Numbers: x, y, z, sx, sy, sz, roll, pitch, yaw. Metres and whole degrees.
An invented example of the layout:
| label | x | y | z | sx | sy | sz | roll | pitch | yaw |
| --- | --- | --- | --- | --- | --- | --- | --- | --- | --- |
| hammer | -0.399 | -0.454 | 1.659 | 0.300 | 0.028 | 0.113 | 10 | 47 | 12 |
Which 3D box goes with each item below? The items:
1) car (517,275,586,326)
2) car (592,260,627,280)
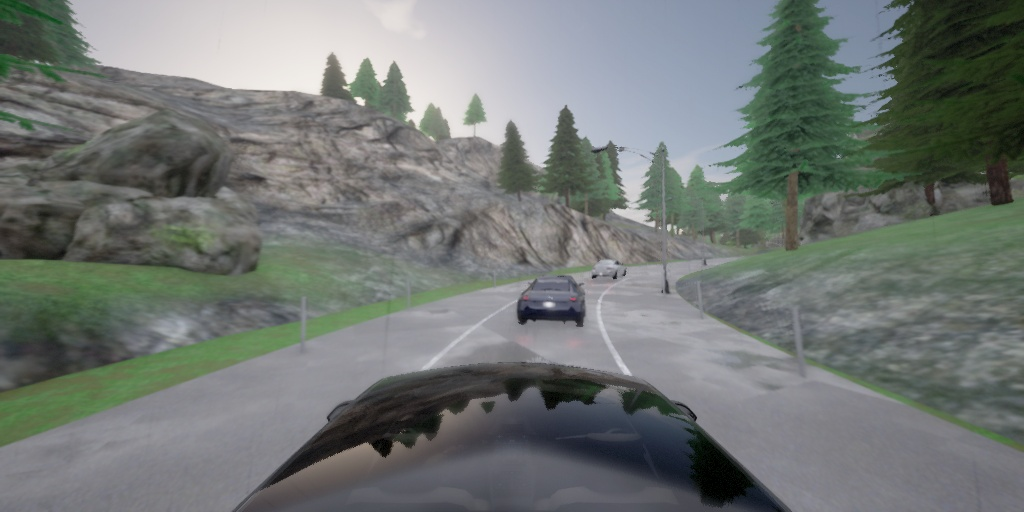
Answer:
| label | x | y | z | sx | sy | sz | roll | pitch | yaw |
| --- | --- | --- | --- | --- | --- | --- | --- | --- | --- |
| car | 1.411 | 1.299 | 11.814 | 1.994 | 1.385 | 4.181 | 0 | 0 | 11 |
| car | 7.616 | 1.015 | 28.093 | 1.812 | 1.442 | 4.674 | -1 | 1 | 30 |
